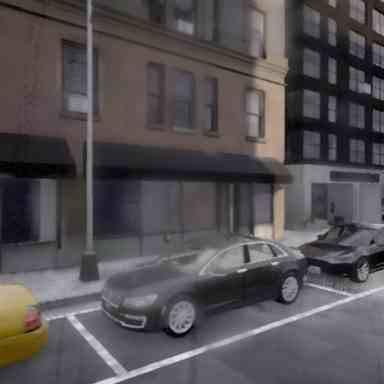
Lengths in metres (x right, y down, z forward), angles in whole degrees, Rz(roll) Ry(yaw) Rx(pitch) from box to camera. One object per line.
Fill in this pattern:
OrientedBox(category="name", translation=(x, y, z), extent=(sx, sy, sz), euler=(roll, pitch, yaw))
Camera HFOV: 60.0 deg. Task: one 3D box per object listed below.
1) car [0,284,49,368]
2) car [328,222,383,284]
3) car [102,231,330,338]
OrientedBox(category="car", translation=(-4.078, 1.523, 3.279), extent=(4.829, 1.417, 1.752), euler=(0, 0, -36))
OrientedBox(category="car", translation=(4.871, 1.582, 9.669), extent=(4.313, 1.339, 1.947), euler=(0, 0, -36))
OrientedBox(category="car", translation=(0.466, 1.558, 6.524), extent=(4.403, 1.369, 2.008), euler=(0, 0, -36))
